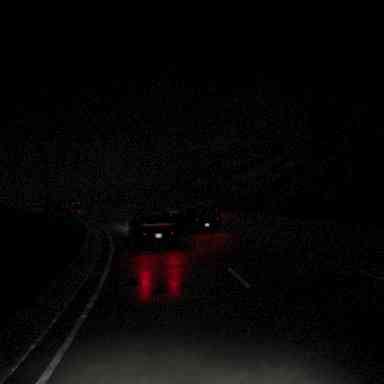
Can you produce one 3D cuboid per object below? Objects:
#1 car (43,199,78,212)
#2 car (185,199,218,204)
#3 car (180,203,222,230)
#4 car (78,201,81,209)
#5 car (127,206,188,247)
[{"bbox_3d":[-17.203,1.772,42.699,5.357,1.411,2.033,-1,0,43],"label":"car"},{"bbox_3d":[0.110,1.526,30.069,1.812,1.442,4.674,0,0,-26],"label":"car"},{"bbox_3d":[0.123,1.601,21.076,1.895,1.301,4.718,-1,0,-19],"label":"car"},{"bbox_3d":[-17.671,1.736,47.454,4.892,1.490,1.837,-1,-1,44],"label":"car"},{"bbox_3d":[-1.913,1.517,15.454,2.128,1.511,4.902,0,0,-14],"label":"car"}]
